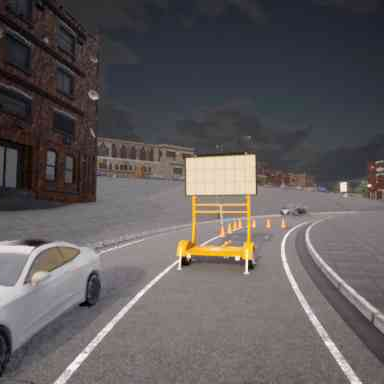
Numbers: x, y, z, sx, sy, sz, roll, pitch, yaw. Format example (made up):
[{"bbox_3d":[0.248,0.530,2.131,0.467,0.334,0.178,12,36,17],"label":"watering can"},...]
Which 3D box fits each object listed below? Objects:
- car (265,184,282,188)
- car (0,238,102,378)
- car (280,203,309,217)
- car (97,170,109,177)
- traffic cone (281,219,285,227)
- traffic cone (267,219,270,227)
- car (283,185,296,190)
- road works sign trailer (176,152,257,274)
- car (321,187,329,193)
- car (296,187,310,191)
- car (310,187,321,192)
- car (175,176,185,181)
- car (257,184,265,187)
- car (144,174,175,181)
[{"bbox_3d":[16.972,-1.035,73.614,4.792,1.488,2.163,3,-6,-37],"label":"car"},{"bbox_3d":[-3.017,1.568,5.496,1.812,1.442,4.674,-1,-1,7],"label":"car"},{"bbox_3d":[12.087,2.102,39.156,2.128,1.511,4.902,-4,-4,42],"label":"car"},{"bbox_3d":[-15.363,-2.776,52.257,4.553,1.767,2.185,2,-5,-32],"label":"car"},{"bbox_3d":[6.291,2.136,22.916,0.340,0.580,0.340,-2,-1,17],"label":"traffic cone"},{"bbox_3d":[5.339,2.165,23.209,0.340,0.580,0.340,-2,-1,17],"label":"traffic cone"},{"bbox_3d":[21.332,-0.759,76.988,4.674,1.452,2.002,3,-6,-38],"label":"car"},{"bbox_3d":[0.985,0.528,10.954,2.380,3.560,2.880,-1,-1,18],"label":"road works sign trailer"},{"bbox_3d":[34.047,-0.137,87.747,5.566,2.045,2.435,5,-6,-41],"label":"car"},{"bbox_3d":[25.542,-0.528,80.397,4.892,1.521,2.231,4,-6,-39],"label":"car"},{"bbox_3d":[29.838,-0.346,84.043,4.553,1.767,2.185,4,-6,-40],"label":"car"},{"bbox_3d":[-1.371,-2.062,60.900,4.892,1.521,2.231,3,-5,-32],"label":"car"},{"bbox_3d":[12.381,-1.459,70.211,4.553,1.767,2.185,3,-6,-35],"label":"car"},{"bbox_3d":[-6.060,-2.268,57.995,4.892,1.521,2.231,2,-5,-32],"label":"car"}]
